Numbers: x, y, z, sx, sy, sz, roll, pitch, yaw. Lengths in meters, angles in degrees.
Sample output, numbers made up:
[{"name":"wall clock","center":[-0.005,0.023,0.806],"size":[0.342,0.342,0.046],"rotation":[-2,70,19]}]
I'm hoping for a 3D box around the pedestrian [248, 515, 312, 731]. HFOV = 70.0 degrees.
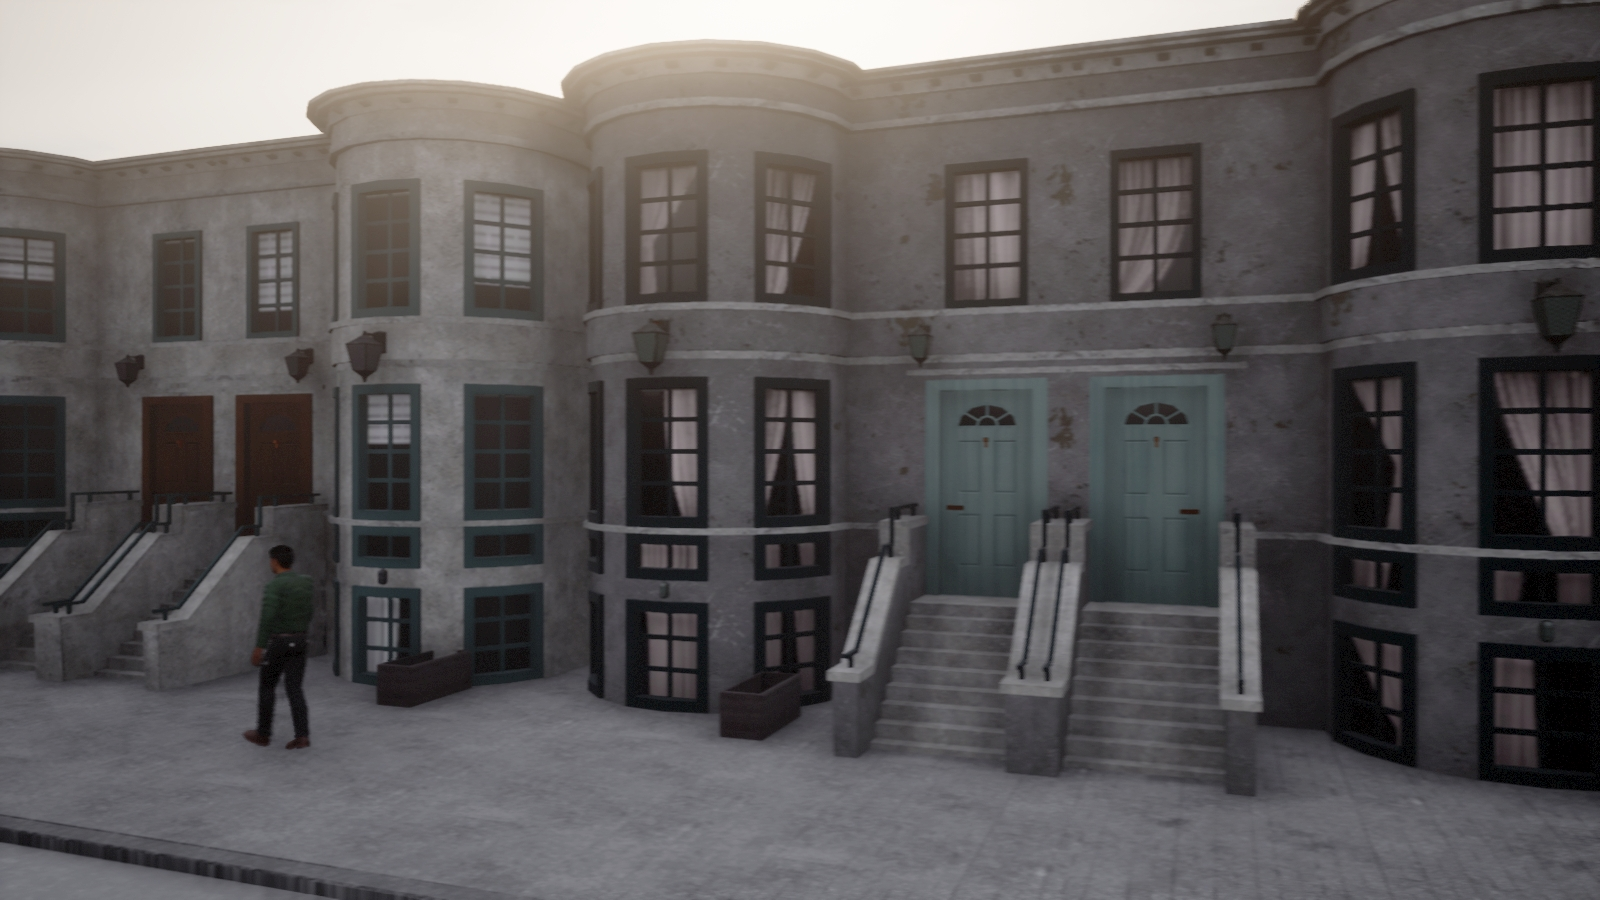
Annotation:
[{"name":"pedestrian","center":[-4.662,1.526,10.253],"size":[0.375,1.860,0.375],"rotation":[0,0,28]}]
